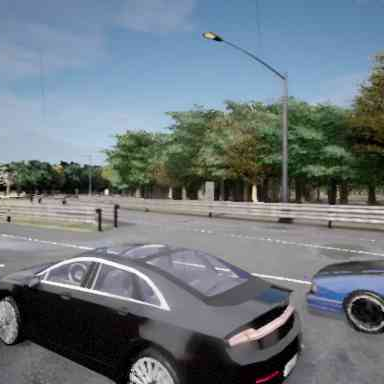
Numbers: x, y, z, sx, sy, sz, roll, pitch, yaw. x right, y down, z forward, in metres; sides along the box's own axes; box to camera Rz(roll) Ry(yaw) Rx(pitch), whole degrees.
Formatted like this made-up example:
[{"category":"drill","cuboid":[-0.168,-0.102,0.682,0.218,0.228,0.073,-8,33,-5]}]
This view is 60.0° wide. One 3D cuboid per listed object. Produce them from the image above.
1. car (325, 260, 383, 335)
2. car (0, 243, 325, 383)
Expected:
[{"category":"car","cuboid":[4.620,1.547,5.002,5.357,1.411,2.033,0,0,36]},{"category":"car","cuboid":[-0.980,1.501,4.724,4.902,1.511,2.128,0,0,36]}]
